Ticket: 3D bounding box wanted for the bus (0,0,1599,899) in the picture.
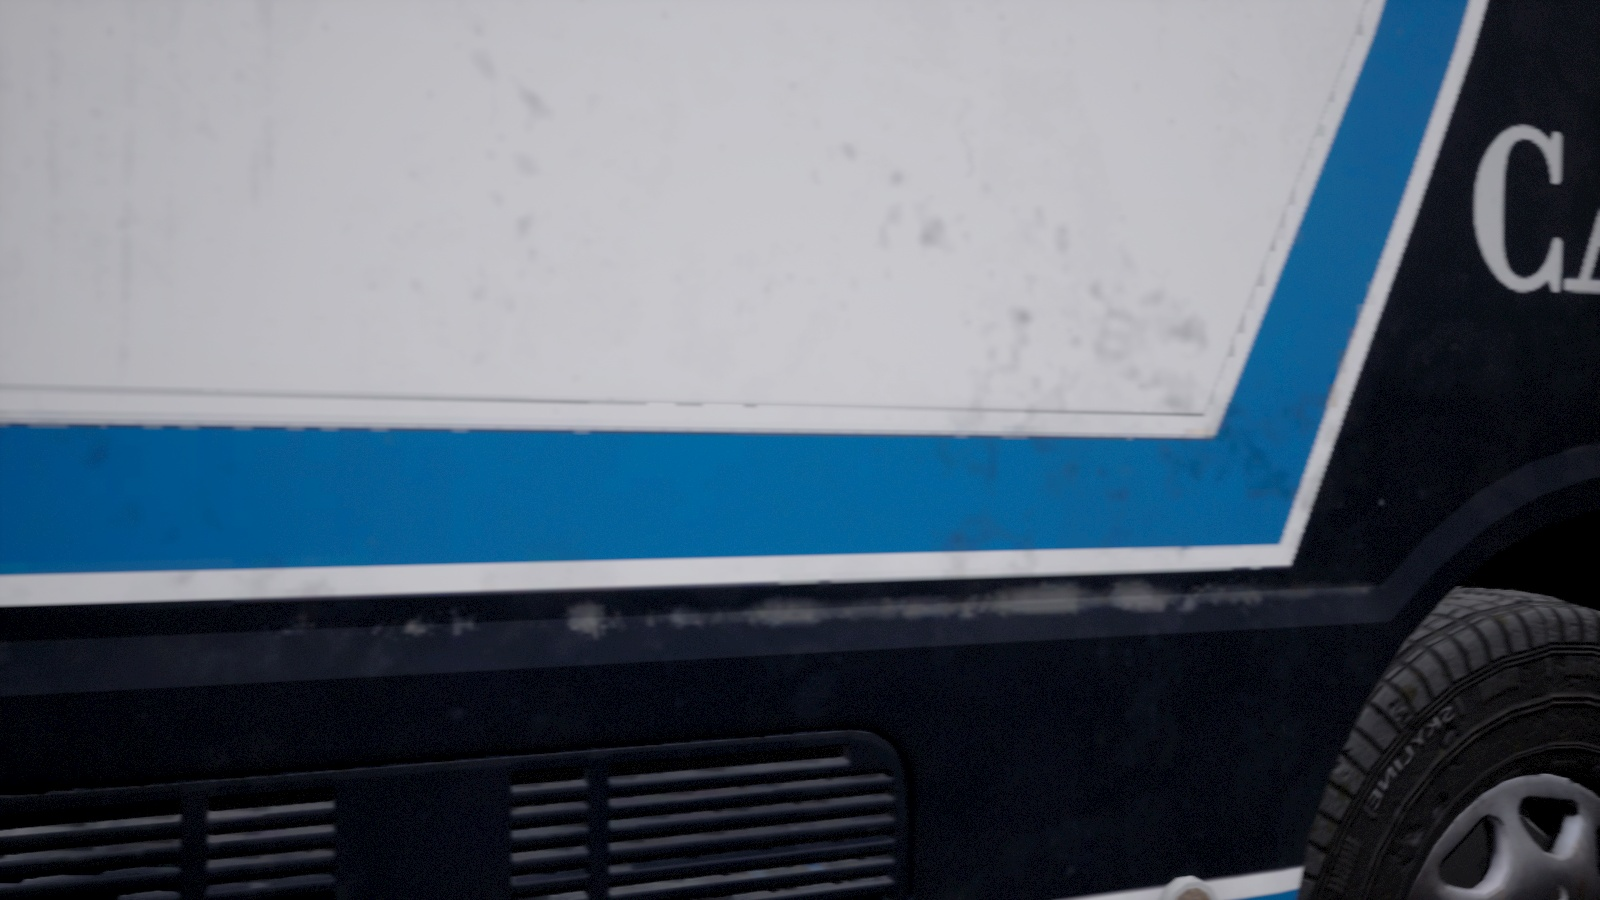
[{"bbox_3d":[-1.696,-0.602,2.579,10.273,4.253,3.944,-1,1,-21],"label":"bus"}]
